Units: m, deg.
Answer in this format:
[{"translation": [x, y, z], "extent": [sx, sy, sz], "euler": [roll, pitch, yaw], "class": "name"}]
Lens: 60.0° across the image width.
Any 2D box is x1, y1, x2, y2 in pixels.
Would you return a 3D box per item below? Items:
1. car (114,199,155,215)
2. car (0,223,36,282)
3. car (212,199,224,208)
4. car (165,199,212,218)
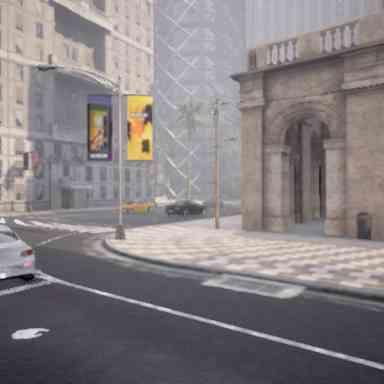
[{"translation": [-6.179, 1.577, 36.043], "extent": [1.882, 1.535, 5.008], "euler": [0, 0, 35], "class": "car"}, {"translation": [-5.664, 1.563, 8.899], "extent": [1.812, 1.442, 4.674], "euler": [-1, 0, -43], "class": "car"}, {"translation": [3.019, 1.662, 48.905], "extent": [1.994, 1.385, 4.181], "euler": [0, 0, 36], "class": "car"}, {"translation": [-0.494, 1.549, 31.668], "extent": [1.882, 1.535, 5.008], "euler": [0, 0, 35], "class": "car"}]
